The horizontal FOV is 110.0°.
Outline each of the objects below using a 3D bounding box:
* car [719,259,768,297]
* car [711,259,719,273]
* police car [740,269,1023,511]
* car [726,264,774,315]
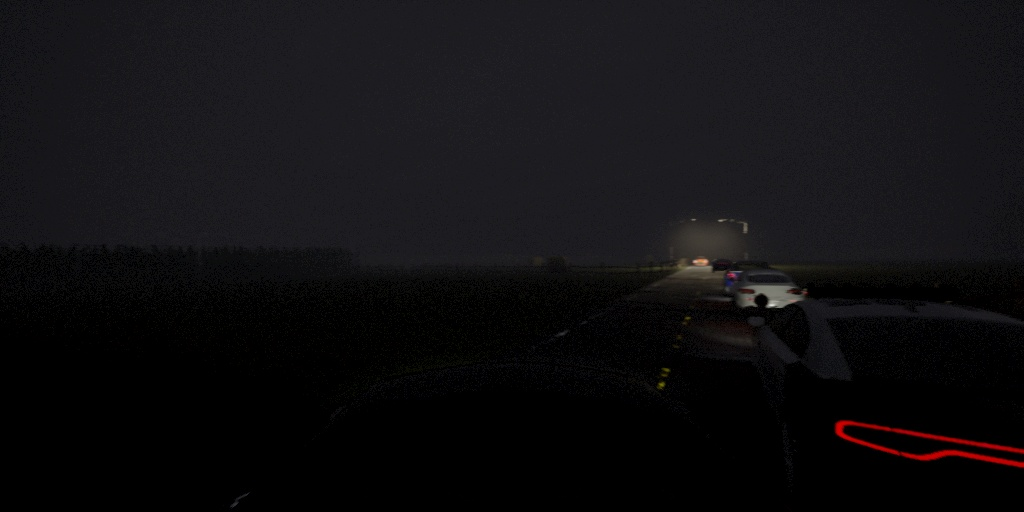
[{"bbox_3d":[11.576,0.977,17.589,2.097,1.767,4.553,-2,-1,29],"label":"car"},{"bbox_3d":[23.177,1.043,39.675,1.882,1.535,5.008,-2,0,30],"label":"car"},{"bbox_3d":[3.779,1.101,3.778,1.930,1.638,5.238,-2,-1,29],"label":"police car"},{"bbox_3d":[8.645,1.170,12.388,1.812,1.442,4.674,-2,-1,29],"label":"car"}]
